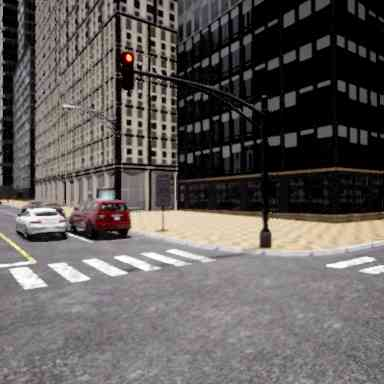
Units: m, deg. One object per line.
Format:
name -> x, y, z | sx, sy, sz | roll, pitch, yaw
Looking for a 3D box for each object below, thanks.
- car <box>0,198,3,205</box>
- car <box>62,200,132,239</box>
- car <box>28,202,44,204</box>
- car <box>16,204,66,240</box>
car -> -34.305, 1.626, 58.190 | 1.887, 1.381, 4.507 | 1, -1, -36
car -> -4.970, 1.353, 17.782 | 2.192, 1.841, 5.009 | 1, -1, -36
car -> -11.491, 1.616, 26.759 | 1.947, 1.339, 4.313 | 1, -1, -36
car -> -7.961, 1.558, 17.459 | 1.812, 1.442, 4.674 | 0, 0, -36
